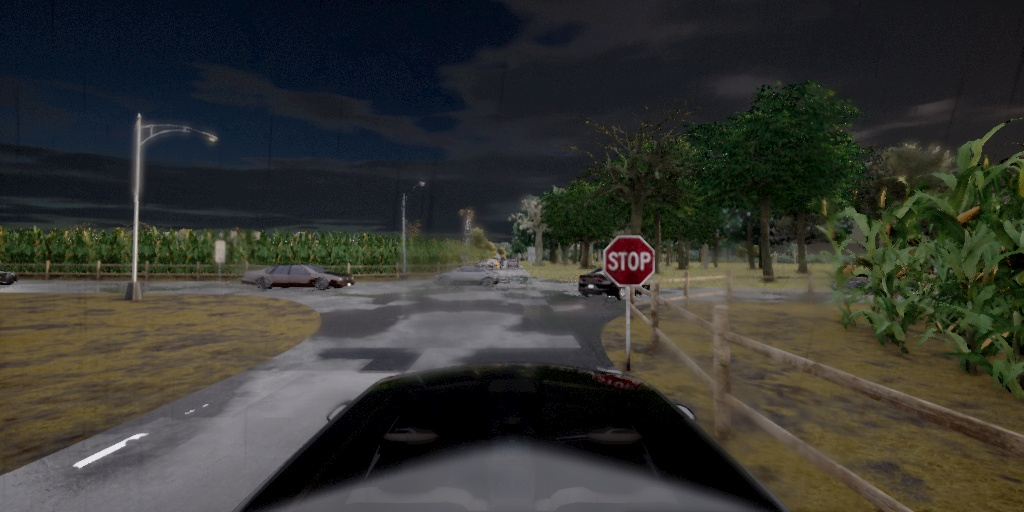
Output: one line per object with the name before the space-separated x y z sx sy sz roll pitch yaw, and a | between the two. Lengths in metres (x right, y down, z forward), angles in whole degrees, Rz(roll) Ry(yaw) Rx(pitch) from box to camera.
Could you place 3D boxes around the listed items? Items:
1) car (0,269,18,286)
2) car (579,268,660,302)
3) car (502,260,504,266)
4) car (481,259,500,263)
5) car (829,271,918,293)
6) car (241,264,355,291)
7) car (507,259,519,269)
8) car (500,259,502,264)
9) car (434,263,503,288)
car | -29.863 1.001 19.432 4.181 1.385 1.994 0 -1 0
car | 5.237 1.226 17.107 5.008 1.535 1.882 2 -2 -43
car | -2.673 1.300 59.670 2.033 1.411 5.357 0 0 1
car | -2.832 1.297 40.247 2.033 1.411 5.357 0 0 1
car | 23.247 1.686 23.115 4.674 1.442 1.812 1 -1 0
car | -11.490 1.132 19.429 5.357 1.411 2.033 1 -1 0
car | 0.180 1.243 57.992 2.128 1.511 4.902 0 0 0
car | -2.772 1.228 49.855 1.882 1.535 5.008 0 0 1
car | -2.885 1.301 23.108 4.181 1.385 1.994 1 0 0
